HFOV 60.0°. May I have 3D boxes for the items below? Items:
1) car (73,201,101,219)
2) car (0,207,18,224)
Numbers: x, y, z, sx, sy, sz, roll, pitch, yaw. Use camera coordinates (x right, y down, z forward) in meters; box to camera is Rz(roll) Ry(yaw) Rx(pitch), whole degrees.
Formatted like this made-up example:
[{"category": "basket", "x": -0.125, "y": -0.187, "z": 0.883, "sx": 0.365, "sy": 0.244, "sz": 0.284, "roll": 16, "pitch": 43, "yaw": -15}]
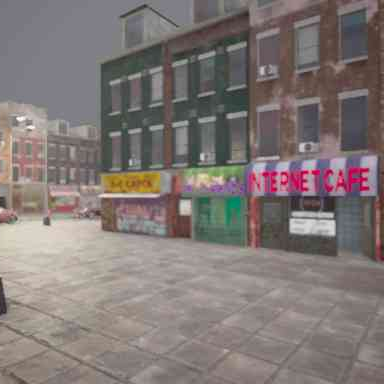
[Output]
[{"category": "car", "x": -9.432, "y": 1.670, "z": 32.856, "sx": 2.097, "sy": 1.767, "sz": 4.553, "roll": 0, "pitch": -1, "yaw": 35}, {"category": "car", "x": -15.239, "y": 1.734, "z": 24.660, "sx": 1.994, "sy": 1.385, "sz": 4.181, "roll": 0, "pitch": -1, "yaw": 37}]
